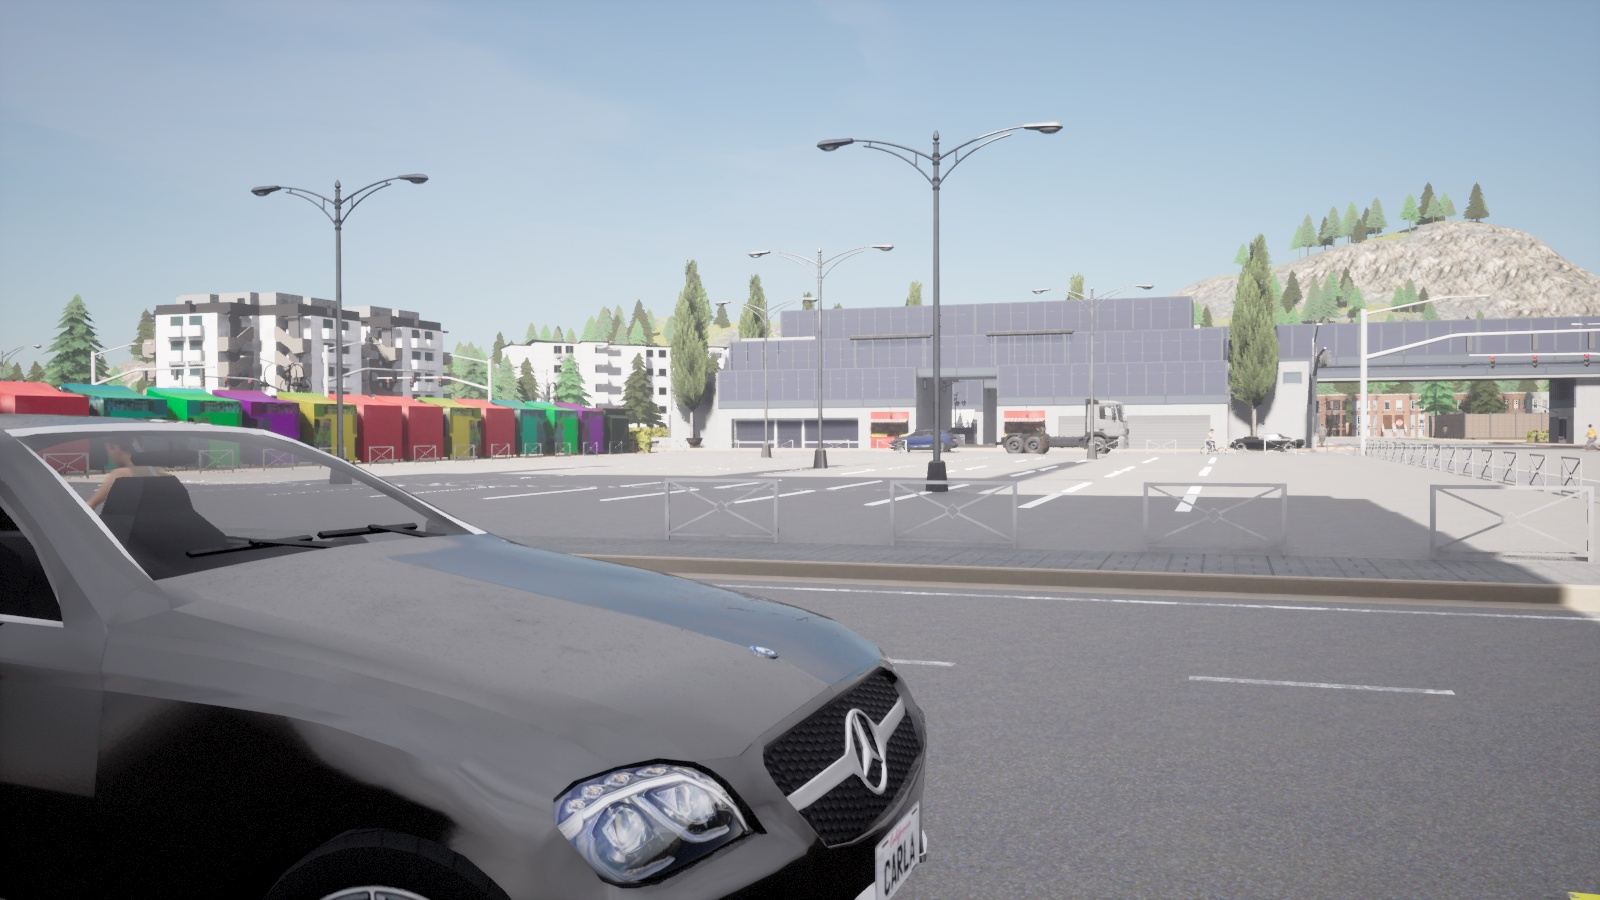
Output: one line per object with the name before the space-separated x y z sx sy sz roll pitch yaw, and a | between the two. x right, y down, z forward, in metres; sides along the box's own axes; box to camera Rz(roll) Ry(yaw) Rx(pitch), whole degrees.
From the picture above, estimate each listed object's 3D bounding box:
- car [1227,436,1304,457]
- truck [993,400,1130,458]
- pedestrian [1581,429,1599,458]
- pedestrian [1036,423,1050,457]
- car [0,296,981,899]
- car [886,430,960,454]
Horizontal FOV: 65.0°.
car | 30.926 -0.238 83.484 4.718 1.301 1.895 1 1 19
truck | 16.181 -1.282 77.662 7.936 3.462 2.891 1 1 20
pedestrian | 51.504 -0.449 81.767 0.900 1.855 0.874 1 1 18
pedestrian | 13.914 -0.560 72.001 0.692 1.930 0.395 0 1 -2
car | -2.137 0.535 3.909 5.027 1.651 2.152 1 1 19
car | 8.621 -0.563 87.966 4.856 1.649 2.033 1 1 20
